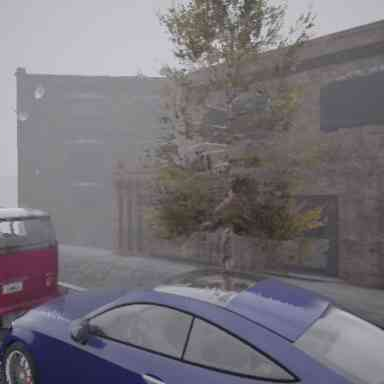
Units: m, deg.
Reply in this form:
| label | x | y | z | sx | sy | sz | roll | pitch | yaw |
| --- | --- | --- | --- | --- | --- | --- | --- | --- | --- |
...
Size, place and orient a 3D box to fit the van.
| label | x | y | z | sx | sy | sz | roll | pitch | yaw |
| --- | --- | --- | --- | --- | --- | --- | --- | --- | --- |
| van | -4.586 | 1.252 | 6.523 | 4.442 | 1.987 | 1.878 | 0 | 0 | 36 |

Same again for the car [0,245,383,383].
| label | x | y | z | sx | sy | sz | roll | pitch | yaw |
| --- | --- | --- | --- | --- | --- | --- | --- | --- | --- |
| car | 0.008 | 1.519 | 3.246 | 4.674 | 1.452 | 2.002 | 0 | 0 | 35 |
